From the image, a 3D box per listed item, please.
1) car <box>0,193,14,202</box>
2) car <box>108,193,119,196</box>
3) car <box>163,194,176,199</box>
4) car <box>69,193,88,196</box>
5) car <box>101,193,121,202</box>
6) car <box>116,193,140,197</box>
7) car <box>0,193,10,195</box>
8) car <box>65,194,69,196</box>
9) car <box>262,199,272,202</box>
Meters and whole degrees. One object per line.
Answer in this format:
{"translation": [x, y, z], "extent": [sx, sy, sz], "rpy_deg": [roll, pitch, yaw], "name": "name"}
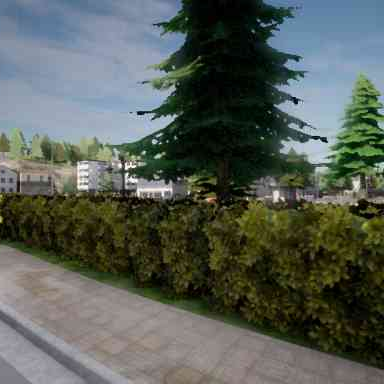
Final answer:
{"translation": [-41.101, 1.097, 71.348], "extent": [4.605, 1.855, 1.932], "rpy_deg": [0, 0, -45], "name": "car"}
{"translation": [-15.205, 1.097, 70.344], "extent": [4.605, 1.855, 1.932], "rpy_deg": [0, 0, -45], "name": "car"}
{"translation": [-2.229, 1.221, 37.447], "extent": [5.566, 2.045, 2.150], "rpy_deg": [0, 0, -45], "name": "car"}
{"translation": [-26.486, 1.154, 81.271], "extent": [5.027, 1.636, 2.152], "rpy_deg": [0, 0, -45], "name": "car"}
{"translation": [-17.533, 1.077, 72.131], "extent": [3.866, 1.878, 1.905], "rpy_deg": [0, 0, -45], "name": "car"}
{"translation": [-9.685, 1.384, 53.909], "extent": [3.806, 1.475, 1.970], "rpy_deg": [0, 0, -45], "name": "car"}
{"translation": [-23.122, 1.330, 40.952], "extent": [5.027, 1.636, 2.152], "rpy_deg": [0, 0, -45], "name": "car"}
{"translation": [-31.208, 1.232, 85.629], "extent": [3.806, 1.475, 1.970], "rpy_deg": [0, 0, -45], "name": "car"}
{"translation": [9.908, 1.478, 44.353], "extent": [5.008, 1.535, 1.882], "rpy_deg": [0, 0, -45], "name": "car"}
